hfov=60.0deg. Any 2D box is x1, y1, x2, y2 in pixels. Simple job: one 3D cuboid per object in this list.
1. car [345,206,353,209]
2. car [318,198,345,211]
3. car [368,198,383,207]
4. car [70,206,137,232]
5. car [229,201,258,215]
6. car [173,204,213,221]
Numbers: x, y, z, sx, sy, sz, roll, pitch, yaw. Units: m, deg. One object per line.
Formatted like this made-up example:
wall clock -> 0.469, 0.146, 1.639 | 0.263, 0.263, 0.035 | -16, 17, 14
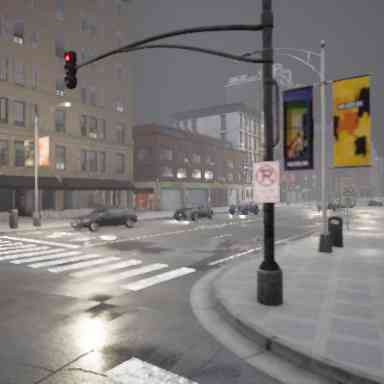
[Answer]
car -> 23.824, 1.735, 51.762 | 1.882, 1.535, 5.008 | -1, -1, 31
car -> 18.225, 1.570, 43.826 | 2.097, 1.767, 4.553 | -1, -1, 35
car -> 31.046, 1.778, 56.384 | 1.812, 1.442, 4.674 | -1, -1, 35
car -> -5.596, 1.685, 21.620 | 1.812, 1.442, 4.674 | -1, -1, 37
car -> 6.025, 1.768, 38.102 | 1.812, 1.442, 4.674 | -1, -1, 35
car -> 0.171, 1.764, 29.804 | 1.994, 1.385, 4.181 | -1, -1, 35
